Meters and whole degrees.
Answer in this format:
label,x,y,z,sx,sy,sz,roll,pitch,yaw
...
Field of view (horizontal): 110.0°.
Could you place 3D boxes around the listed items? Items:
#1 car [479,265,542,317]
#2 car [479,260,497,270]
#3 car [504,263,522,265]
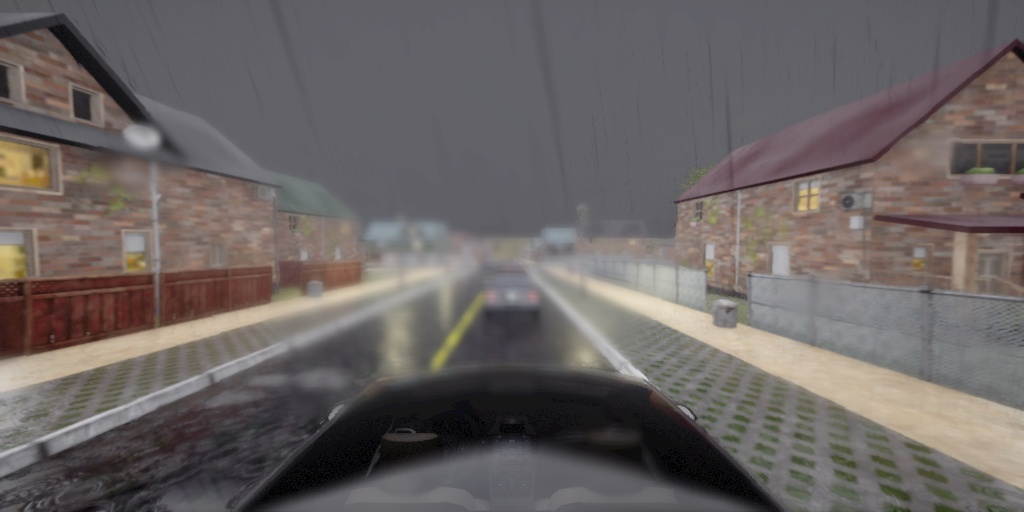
label,x,y,z,sx,sy,sz,roll,pitch,yaw
car,0.034,1.224,12.760,2.033,1.411,5.357,0,0,1
car,-2.775,1.117,42.312,1.994,1.385,4.181,0,0,1
car,0.058,1.197,29.330,1.895,1.301,4.718,0,0,1
